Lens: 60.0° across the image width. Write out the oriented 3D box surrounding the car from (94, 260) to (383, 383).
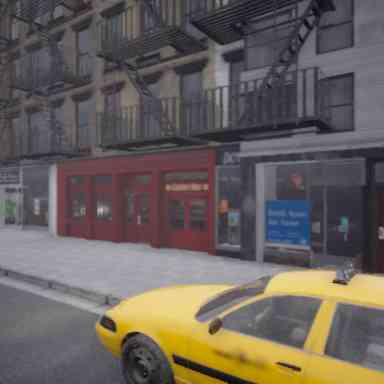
[{"bbox_3d":[1.252,1.486,3.426,5.366,1.575,1.801,0,0,35],"label":"car"}]
